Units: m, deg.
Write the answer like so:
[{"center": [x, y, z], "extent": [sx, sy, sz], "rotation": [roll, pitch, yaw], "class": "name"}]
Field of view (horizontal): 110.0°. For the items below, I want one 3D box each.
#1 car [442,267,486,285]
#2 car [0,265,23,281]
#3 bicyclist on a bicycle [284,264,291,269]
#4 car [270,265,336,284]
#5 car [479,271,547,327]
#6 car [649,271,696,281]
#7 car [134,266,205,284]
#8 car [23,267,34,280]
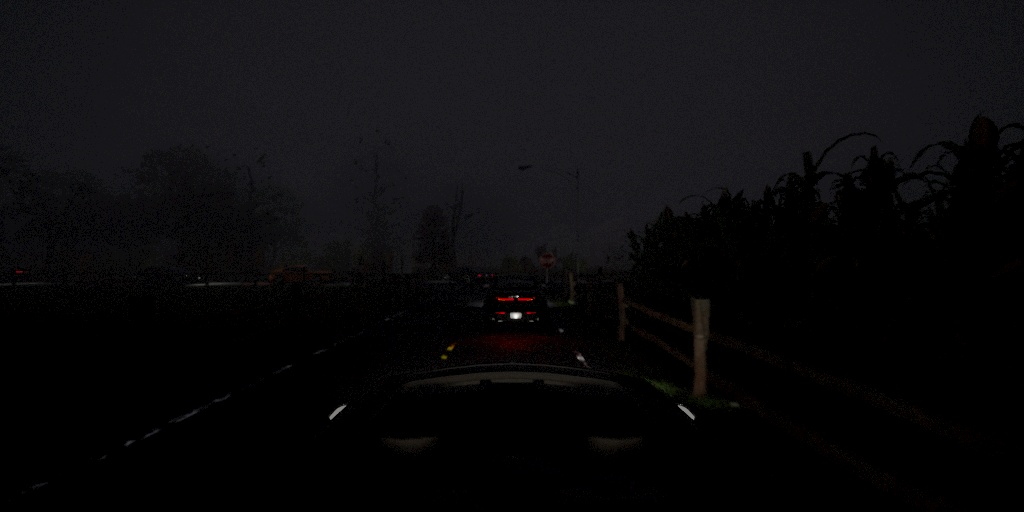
[{"center": [-3.628, 1.566, 29.335], "extent": [2.033, 1.411, 5.357], "rotation": [1, -1, -42], "class": "car"}, {"center": [-44.948, 1.577, 30.129], "extent": [4.892, 1.490, 1.837], "rotation": [-1, -1, 1], "class": "car"}, {"center": [-22.419, 1.572, 35.748], "extent": [0.582, 1.620, 1.656], "rotation": [0, 0, 1], "class": "bicyclist on a bicycle"}, {"center": [-17.228, 1.526, 29.705], "extent": [5.008, 1.535, 1.882], "rotation": [0, -1, 1], "class": "car"}, {"center": [0.100, 1.356, 12.031], "extent": [1.837, 1.490, 4.892], "rotation": [0, 0, 0], "class": "car"}, {"center": [14.614, 1.613, 32.205], "extent": [4.718, 1.301, 1.895], "rotation": [0, -1, 1], "class": "car"}, {"center": [-28.441, 1.568, 29.860], "extent": [4.892, 1.490, 1.837], "rotation": [0, -1, 1], "class": "car"}, {"center": [-47.217, 1.606, 33.021], "extent": [4.892, 1.490, 1.837], "rotation": [0, -1, 1], "class": "car"}]
